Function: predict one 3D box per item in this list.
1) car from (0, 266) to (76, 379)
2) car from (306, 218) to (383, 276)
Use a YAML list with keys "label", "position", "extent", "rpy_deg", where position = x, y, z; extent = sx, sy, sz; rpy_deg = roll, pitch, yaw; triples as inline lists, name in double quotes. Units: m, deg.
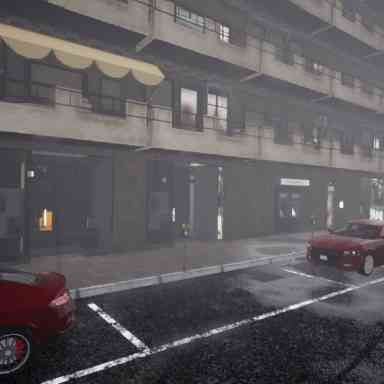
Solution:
- label: "car"
  position: [-3.607, 1.582, 3.973]
  extent: [4.206, 1.307, 1.802]
  rpy_deg: [0, 1, -35]
- label: "car"
  position: [5.436, 1.548, 10.401]
  extent: [4.507, 1.381, 1.887]
  rpy_deg: [0, 1, -35]
